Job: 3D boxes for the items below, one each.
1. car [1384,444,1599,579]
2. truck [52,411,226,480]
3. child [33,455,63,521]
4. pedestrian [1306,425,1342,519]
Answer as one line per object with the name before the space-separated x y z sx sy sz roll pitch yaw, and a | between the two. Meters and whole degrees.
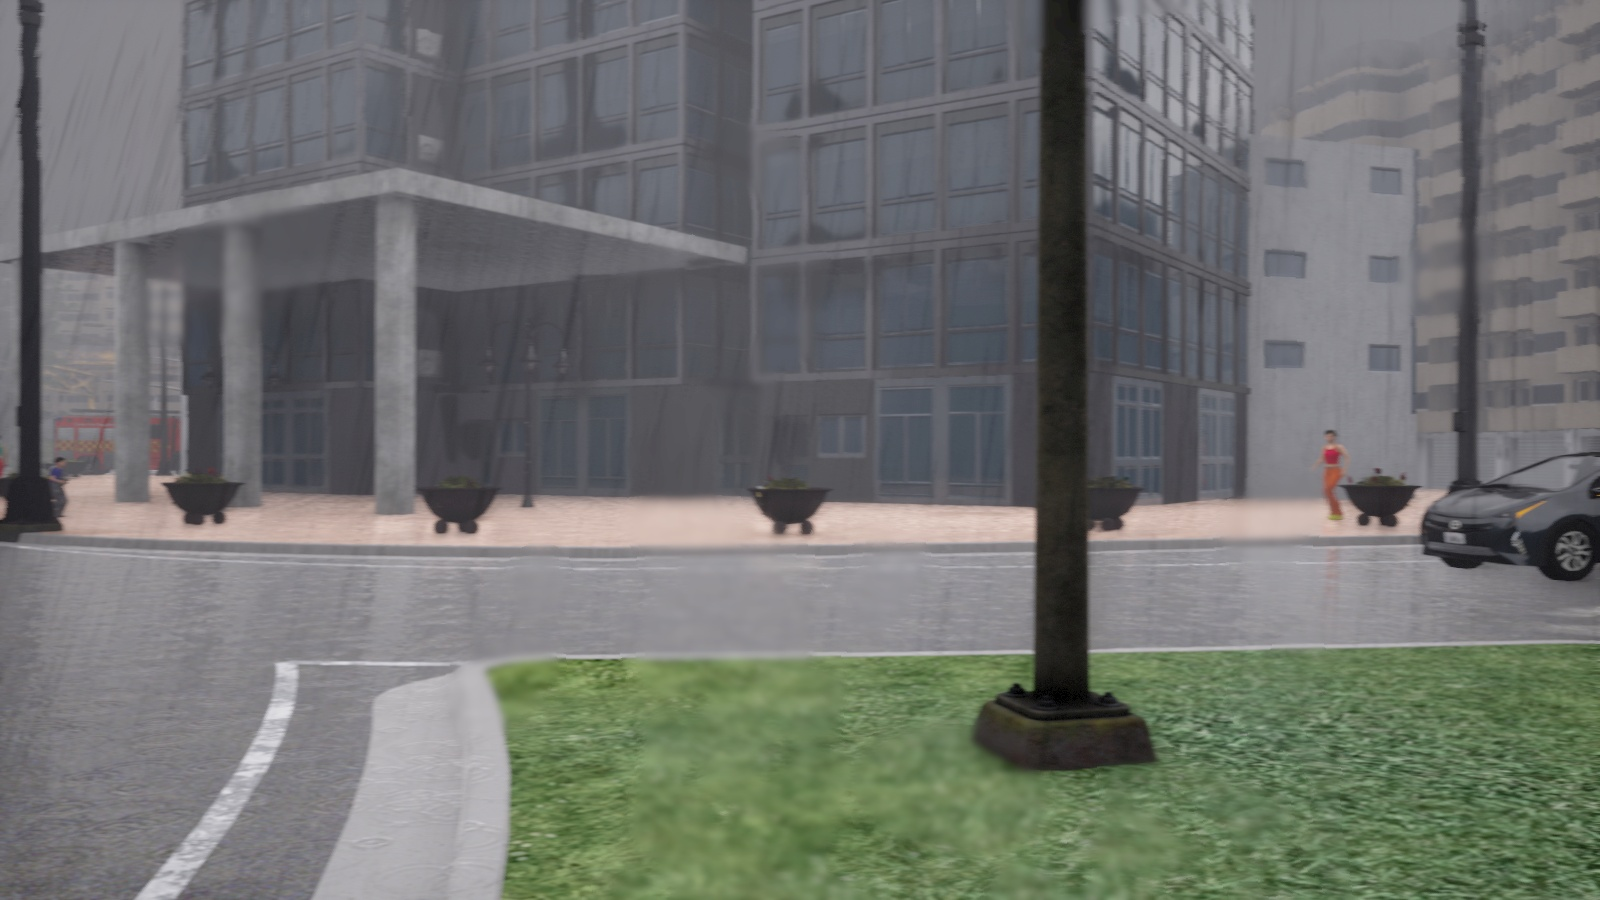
car | 9.970 0.697 15.751 4.514 1.525 2.007 0 0 -13
truck | -37.972 -0.228 72.500 8.468 3.827 2.891 0 0 -16
child | -14.597 0.734 24.373 0.437 1.263 0.270 0 0 -6
pedestrian | 10.368 0.424 24.837 0.594 1.836 0.345 0 0 -23
